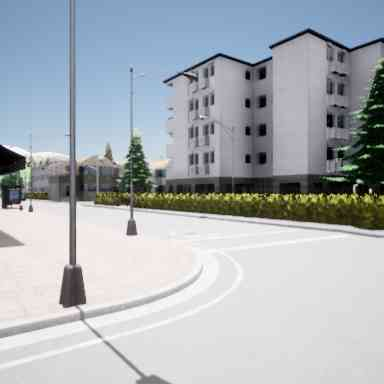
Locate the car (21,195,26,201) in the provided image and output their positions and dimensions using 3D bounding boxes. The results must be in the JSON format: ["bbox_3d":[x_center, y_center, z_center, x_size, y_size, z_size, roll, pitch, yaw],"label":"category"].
[{"bbox_3d":[-38.345,1.322,74.086,1.994,1.385,4.181,0,0,-36],"label":"car"}]
